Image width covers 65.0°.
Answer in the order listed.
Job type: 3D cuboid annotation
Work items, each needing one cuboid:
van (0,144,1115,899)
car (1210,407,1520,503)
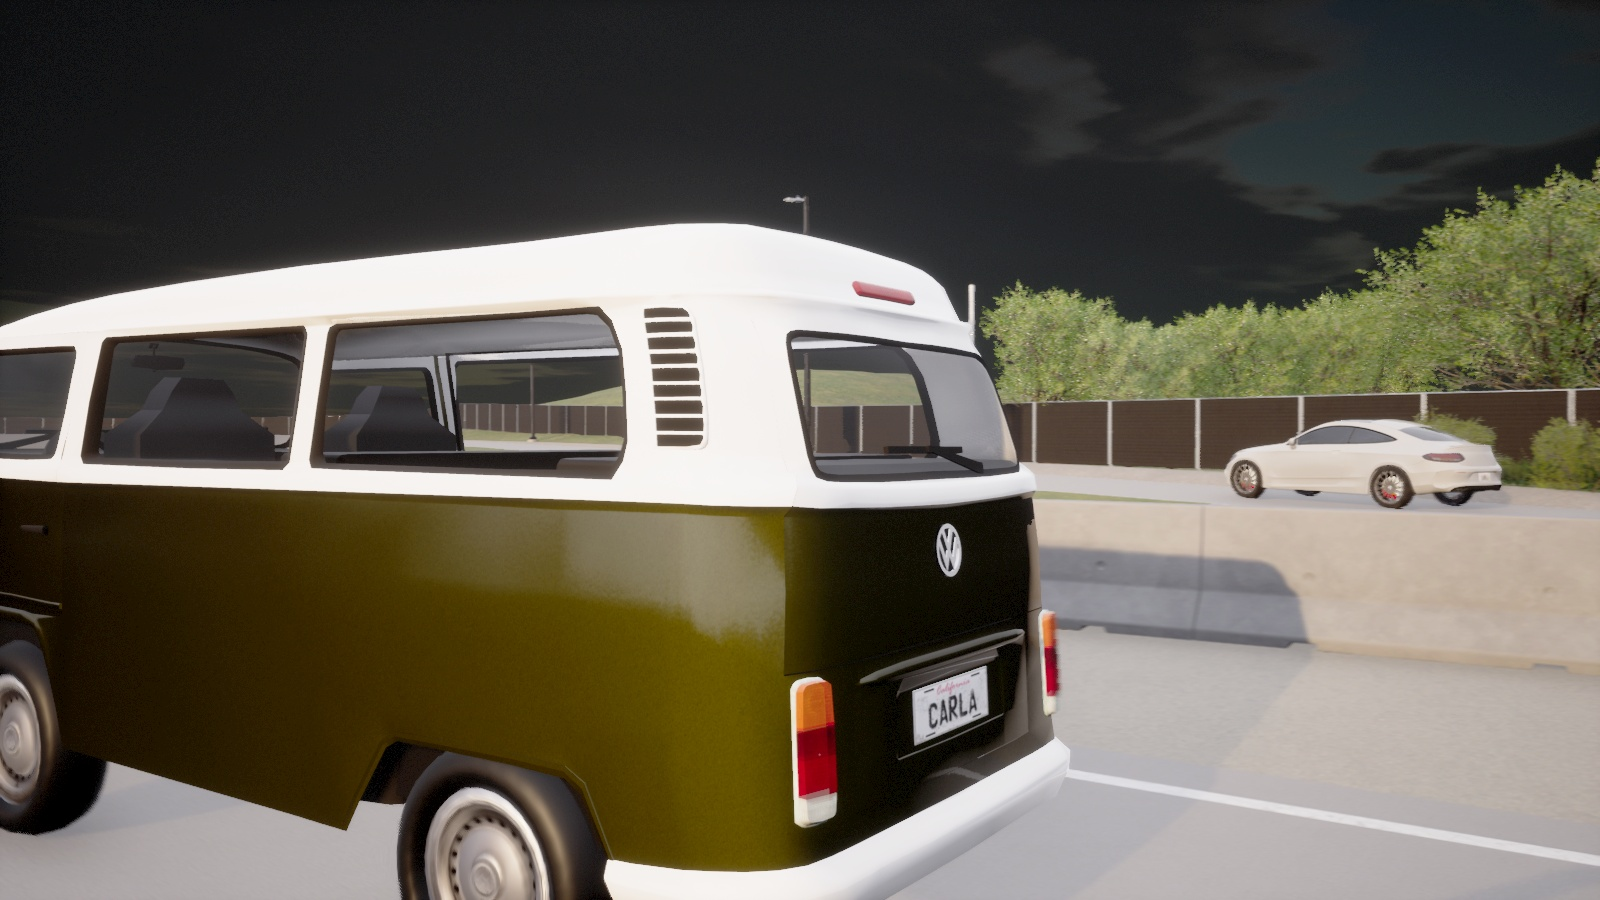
[{"bbox_3d":[-1.399,0.407,4.548,4.480,2.038,2.069,0,1,34],"label":"van"},{"bbox_3d":[9.532,0.019,21.608,1.812,1.442,4.674,-2,2,-30],"label":"car"}]
